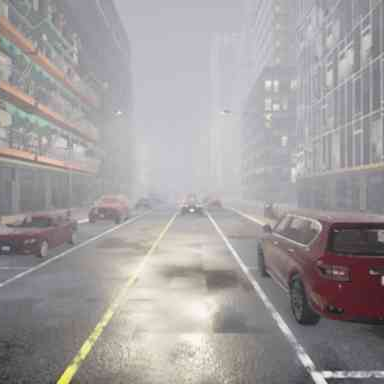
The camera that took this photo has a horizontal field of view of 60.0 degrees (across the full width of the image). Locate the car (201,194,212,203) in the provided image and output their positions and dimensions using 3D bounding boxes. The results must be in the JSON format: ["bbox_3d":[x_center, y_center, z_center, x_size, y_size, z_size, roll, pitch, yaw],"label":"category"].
[{"bbox_3d":[2.718,1.187,62.284,1.752,1.417,4.829,1,0,0],"label":"car"}]

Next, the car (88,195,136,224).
[{"bbox_3d":[-5.674,1.162,23.452,2.192,1.841,5.009,1,0,0],"label":"car"}]

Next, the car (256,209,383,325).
[{"bbox_3d":[2.704,1.266,6.882,2.192,1.841,5.009,1,0,0],"label":"car"}]

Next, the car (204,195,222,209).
[{"bbox_3d":[2.705,1.342,40.021,1.802,1.307,4.206,1,0,0],"label":"car"}]

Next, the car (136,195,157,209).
[{"bbox_3d":[-5.675,1.327,40.023,1.947,1.339,4.313,1,0,0],"label":"car"}]

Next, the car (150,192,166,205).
[{"bbox_3d":[-5.675,1.024,51.068,2.192,1.841,5.009,1,0,0],"label":"car"}]

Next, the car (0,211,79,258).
[{"bbox_3d":[-5.678,1.459,12.407,1.887,1.381,4.507,1,0,0],"label":"car"}]

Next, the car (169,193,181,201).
[{"bbox_3d":[-2.990,0.959,67.980,2.097,1.767,4.553,0,0,0],"label":"car"}]

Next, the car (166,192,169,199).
[{"bbox_3d":[-5.677,1.000,56.591,2.192,1.841,5.009,1,0,0],"label":"car"}]

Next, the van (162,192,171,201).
[{"bbox_3d":[-5.647,0.966,73.161,1.690,1.788,3.998,1,0,0],"label":"van"}]

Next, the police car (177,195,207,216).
[{"bbox_3d":[0.018,1.368,30.524,2.038,1.542,4.974,0,0,0],"label":"police car"}]
